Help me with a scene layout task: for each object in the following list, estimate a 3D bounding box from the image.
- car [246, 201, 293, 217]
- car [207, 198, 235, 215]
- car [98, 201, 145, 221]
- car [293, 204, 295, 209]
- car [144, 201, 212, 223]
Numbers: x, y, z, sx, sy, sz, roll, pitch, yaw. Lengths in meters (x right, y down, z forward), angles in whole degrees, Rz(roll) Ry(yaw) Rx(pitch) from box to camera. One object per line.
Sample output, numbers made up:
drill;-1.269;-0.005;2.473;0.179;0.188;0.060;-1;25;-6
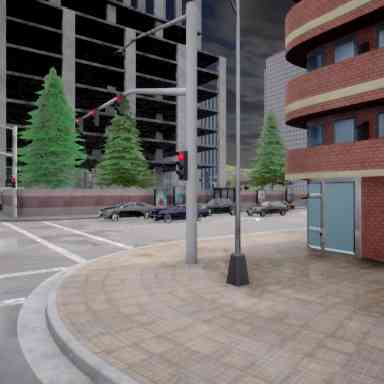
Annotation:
car;7.335;1.581;32.235;4.674;1.442;1.812;0;0;-35
car;2.177;1.407;32.873;4.553;1.767;2.097;0;0;-35
car;-5.303;1.547;27.569;4.902;1.511;2.128;0;0;-35
car;9.569;1.656;38.117;4.718;1.301;1.895;0;0;-35
car;-1.039;1.656;26.302;4.718;1.301;1.895;0;0;-35
